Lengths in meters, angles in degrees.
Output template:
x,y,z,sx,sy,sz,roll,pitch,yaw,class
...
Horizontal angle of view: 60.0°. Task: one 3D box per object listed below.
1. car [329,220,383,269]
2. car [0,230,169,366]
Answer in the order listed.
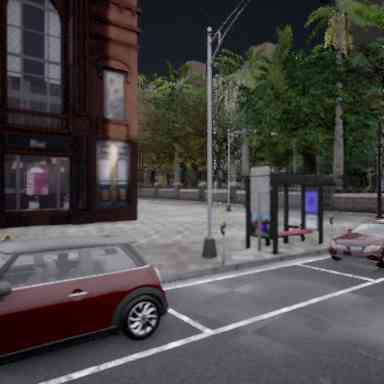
x,y,z,sx,sy,sz,roll,pitch,yaw,class
6.370,1.606,11.195,4.206,1.307,1.802,0,0,-36,car
-2.465,1.442,4.893,4.097,1.590,1.967,0,0,-36,car
